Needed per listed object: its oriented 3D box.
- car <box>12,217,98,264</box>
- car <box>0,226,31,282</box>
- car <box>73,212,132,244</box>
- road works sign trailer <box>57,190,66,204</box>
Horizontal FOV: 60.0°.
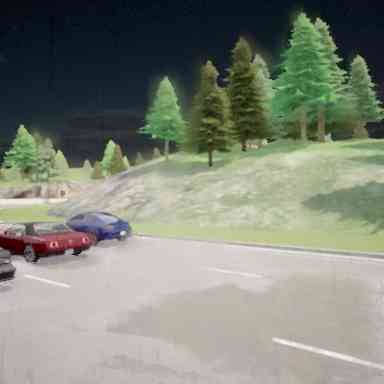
[{"bbox_3d":[-5.888,1.732,12.406,4.718,1.301,1.895,-1,0,36],"label":"car"},{"bbox_3d":[-6.654,1.661,8.634,5.357,1.411,2.033,-1,0,36],"label":"car"},{"bbox_3d":[-4.899,1.670,16.014,4.674,1.442,1.812,0,0,36],"label":"car"},{"bbox_3d":[-33.540,1.319,86.748,2.380,3.560,2.880,-1,-1,44],"label":"road works sign trailer"}]
